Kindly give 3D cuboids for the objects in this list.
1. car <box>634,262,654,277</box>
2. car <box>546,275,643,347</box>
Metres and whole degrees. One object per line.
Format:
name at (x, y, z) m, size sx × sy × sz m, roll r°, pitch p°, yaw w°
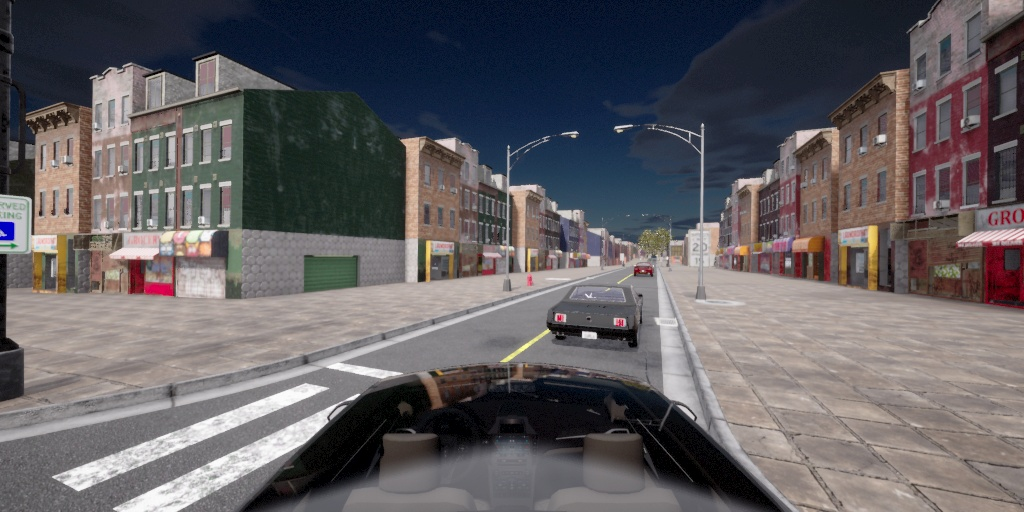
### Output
car at (14.299, 1.394, 38.842) m, size 1.882 × 1.535 × 5.008 m, roll 1°, pitch 0°, yaw 22°
car at (2.431, 1.345, 9.442) m, size 1.895 × 1.301 × 4.718 m, roll 1°, pitch 0°, yaw 22°
